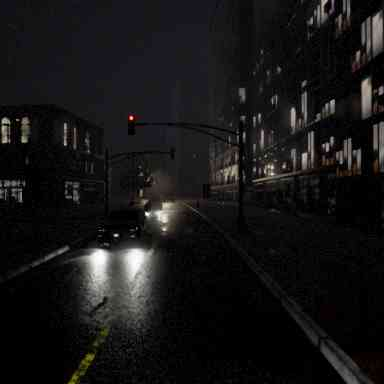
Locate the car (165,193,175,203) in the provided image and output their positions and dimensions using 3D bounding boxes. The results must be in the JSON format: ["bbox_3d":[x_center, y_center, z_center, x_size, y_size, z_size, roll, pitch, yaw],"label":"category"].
[{"bbox_3d":[-4.836,1.195,69.120,2.150,2.045,5.566,0,0,-8],"label":"car"}]

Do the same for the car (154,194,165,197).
[{"bbox_3d":[-5.678,1.480,52.457,1.837,1.490,4.892,0,1,-6],"label":"car"}]

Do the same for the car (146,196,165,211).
[{"bbox_3d":[-4.493,1.549,39.691,1.994,1.385,4.181,0,0,-4],"label":"car"}]

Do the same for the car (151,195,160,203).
[{"bbox_3d":[-7.427,1.468,67.715,1.837,1.490,4.892,0,1,-7],"label":"car"}]

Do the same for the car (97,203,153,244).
[{"bbox_3d":[-3.144,1.502,15.855,1.837,1.490,4.892,0,0,-2],"label":"car"}]

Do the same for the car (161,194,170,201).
[{"bbox_3d":[-6.379,1.320,79.388,1.812,1.442,4.674,0,0,-10],"label":"car"}]
